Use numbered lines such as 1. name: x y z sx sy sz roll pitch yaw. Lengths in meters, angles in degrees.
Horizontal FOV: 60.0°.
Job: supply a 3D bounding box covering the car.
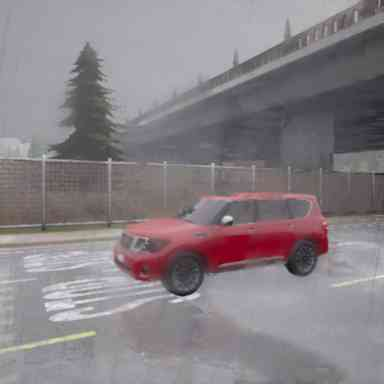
1. car: 0.941 1.040 8.347 5.566 2.045 2.150 0 1 -28
